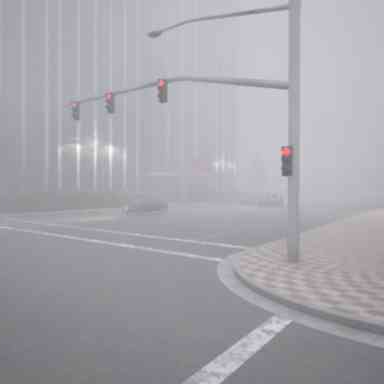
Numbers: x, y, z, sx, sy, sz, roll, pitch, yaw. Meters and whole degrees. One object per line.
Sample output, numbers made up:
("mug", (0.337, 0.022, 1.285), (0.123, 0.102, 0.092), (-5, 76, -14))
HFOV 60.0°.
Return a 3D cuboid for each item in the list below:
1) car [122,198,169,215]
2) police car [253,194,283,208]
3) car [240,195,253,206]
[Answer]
("car", (-4.161, 1.260, 30.145), (2.128, 1.511, 4.902), (1, 1, 36))
("police car", (10.484, 1.156, 44.210), (1.930, 1.638, 5.238), (1, 0, 36))
("car", (8.669, 1.176, 47.788), (1.882, 1.535, 5.008), (1, 0, 36))
